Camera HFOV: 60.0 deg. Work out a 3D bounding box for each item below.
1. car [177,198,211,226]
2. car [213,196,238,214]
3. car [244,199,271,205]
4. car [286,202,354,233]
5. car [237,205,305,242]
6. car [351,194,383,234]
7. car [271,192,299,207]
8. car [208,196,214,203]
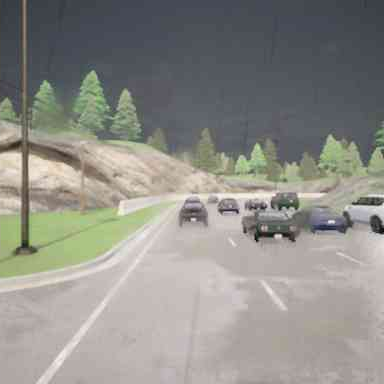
[{"bbox_3d":[0.094,1.415,22.440,1.837,1.490,4.892,0,0,0],"label":"car"},{"bbox_3d":[3.591,1.414,33.510,2.033,1.411,5.357,0,0,0],"label":"car"},{"bbox_3d":[7.090,1.451,37.519,1.895,1.301,4.718,0,0,0],"label":"car"},{"bbox_3d":[7.096,1.488,18.939,1.994,1.385,4.181,0,0,0],"label":"car"},{"bbox_3d":[3.595,1.536,16.046,1.895,1.301,4.718,0,0,0],"label":"car"},{"bbox_3d":[10.594,1.146,18.787,2.150,2.045,5.566,0,0,0],"label":"car"},{"bbox_3d":[10.590,1.069,38.192,2.150,2.045,5.566,0,0,0],"label":"car"},{"bbox_3d":[3.753,1.321,56.825,2.033,1.411,5.357,0,0,6],"label":"car"}]
